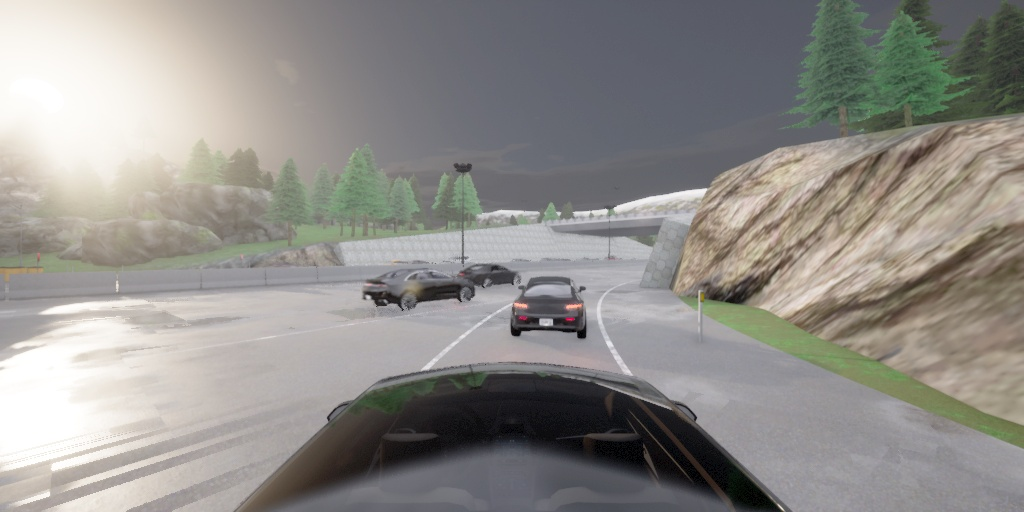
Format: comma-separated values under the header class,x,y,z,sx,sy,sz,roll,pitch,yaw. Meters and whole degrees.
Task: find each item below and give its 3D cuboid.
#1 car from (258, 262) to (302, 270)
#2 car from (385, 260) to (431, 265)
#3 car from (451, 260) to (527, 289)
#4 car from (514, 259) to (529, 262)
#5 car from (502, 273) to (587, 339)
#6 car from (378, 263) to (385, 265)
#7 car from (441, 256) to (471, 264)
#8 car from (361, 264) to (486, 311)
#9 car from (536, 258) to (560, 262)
class,x,y,z,sx,sy,sz,roll,pitch,yaw
car,-25.003,1.302,38.636,1.994,1.385,4.181,0,0,38
car,-10.964,1.215,39.603,1.882,1.535,5.008,0,0,38
car,-1.364,1.249,23.098,1.837,1.490,4.892,0,0,38
car,1.119,1.222,60.854,2.128,1.511,4.902,0,0,38
car,1.091,1.273,10.071,1.812,1.442,4.674,0,0,9
car,-13.755,1.214,41.714,1.882,1.535,5.008,0,0,38
car,-9.052,0.954,59.188,2.150,2.045,5.566,0,0,38
car,-3.576,1.237,14.533,2.128,1.511,4.902,0,0,38
car,5.634,1.080,60.949,2.097,1.767,4.553,0,0,38
